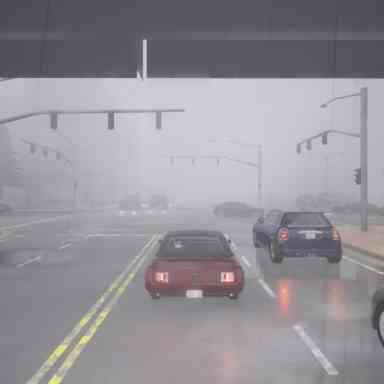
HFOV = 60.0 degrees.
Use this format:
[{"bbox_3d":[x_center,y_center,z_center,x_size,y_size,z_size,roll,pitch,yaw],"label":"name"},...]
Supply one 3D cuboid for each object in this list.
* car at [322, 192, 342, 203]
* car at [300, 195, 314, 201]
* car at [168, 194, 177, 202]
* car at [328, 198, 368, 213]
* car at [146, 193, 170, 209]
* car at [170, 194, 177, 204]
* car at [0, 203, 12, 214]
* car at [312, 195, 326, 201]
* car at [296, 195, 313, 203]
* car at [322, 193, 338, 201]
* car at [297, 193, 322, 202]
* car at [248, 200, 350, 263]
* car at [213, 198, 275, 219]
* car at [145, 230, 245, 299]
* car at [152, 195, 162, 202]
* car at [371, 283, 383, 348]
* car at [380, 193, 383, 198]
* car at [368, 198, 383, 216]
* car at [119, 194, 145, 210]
[{"bbox_3d":[19.536,1.156,48.148,1.905,1.878,3.866,0,0,0],"label":"car"},{"bbox_3d":[27.911,1.395,80.742,1.970,1.475,3.806,0,0,0],"label":"car"},{"bbox_3d":[-4.612,1.344,79.337,2.097,1.767,4.553,0,0,0],"label":"car"},{"bbox_3d":[16.667,1.564,33.962,4.181,1.385,1.994,0,0,1],"label":"car"},{"bbox_3d":[-4.458,1.221,44.898,2.150,2.045,5.566,0,0,-1],"label":"car"},{"bbox_3d":[-4.562,1.492,64.267,2.128,1.511,4.902,0,0,0],"label":"car"},{"bbox_3d":[-20.929,1.547,33.267,5.357,1.411,2.033,0,0,7],"label":"car"},{"bbox_3d":[30.806,1.364,80.750,1.784,1.438,3.905,0,0,0],"label":"car"},{"bbox_3d":[22.189,1.395,65.623,1.970,1.475,3.806,0,0,0],"label":"car"},{"bbox_3d":[33.489,1.153,80.809,1.932,1.855,4.605,0,0,0],"label":"car"},{"bbox_3d":[16.642,1.153,48.193,1.932,1.855,4.605,0,0,0],"label":"car"},{"bbox_3d":[3.580,1.352,12.150,2.097,1.767,4.553,0,0,0],"label":"car"},{"bbox_3d":[4.165,1.505,28.141,4.892,1.490,1.837,0,2,25],"label":"car"},{"bbox_3d":[0.066,1.601,8.384,1.895,1.301,4.718,0,0,0],"label":"car"},{"bbox_3d":[-8.100,1.473,77.538,1.882,1.535,5.008,0,0,0],"label":"car"},{"bbox_3d":[3.600,1.505,3.062,1.837,1.490,4.892,0,0,0],"label":"car"},{"bbox_3d":[39.086,1.153,65.764,1.932,1.855,4.605,0,0,0],"label":"car"},{"bbox_3d":[19.253,1.505,30.430,4.892,1.490,1.837,0,0,1],"label":"car"},{"bbox_3d":[-7.975,1.221,43.441,2.150,2.045,5.566,0,0,0],"label":"car"}]
